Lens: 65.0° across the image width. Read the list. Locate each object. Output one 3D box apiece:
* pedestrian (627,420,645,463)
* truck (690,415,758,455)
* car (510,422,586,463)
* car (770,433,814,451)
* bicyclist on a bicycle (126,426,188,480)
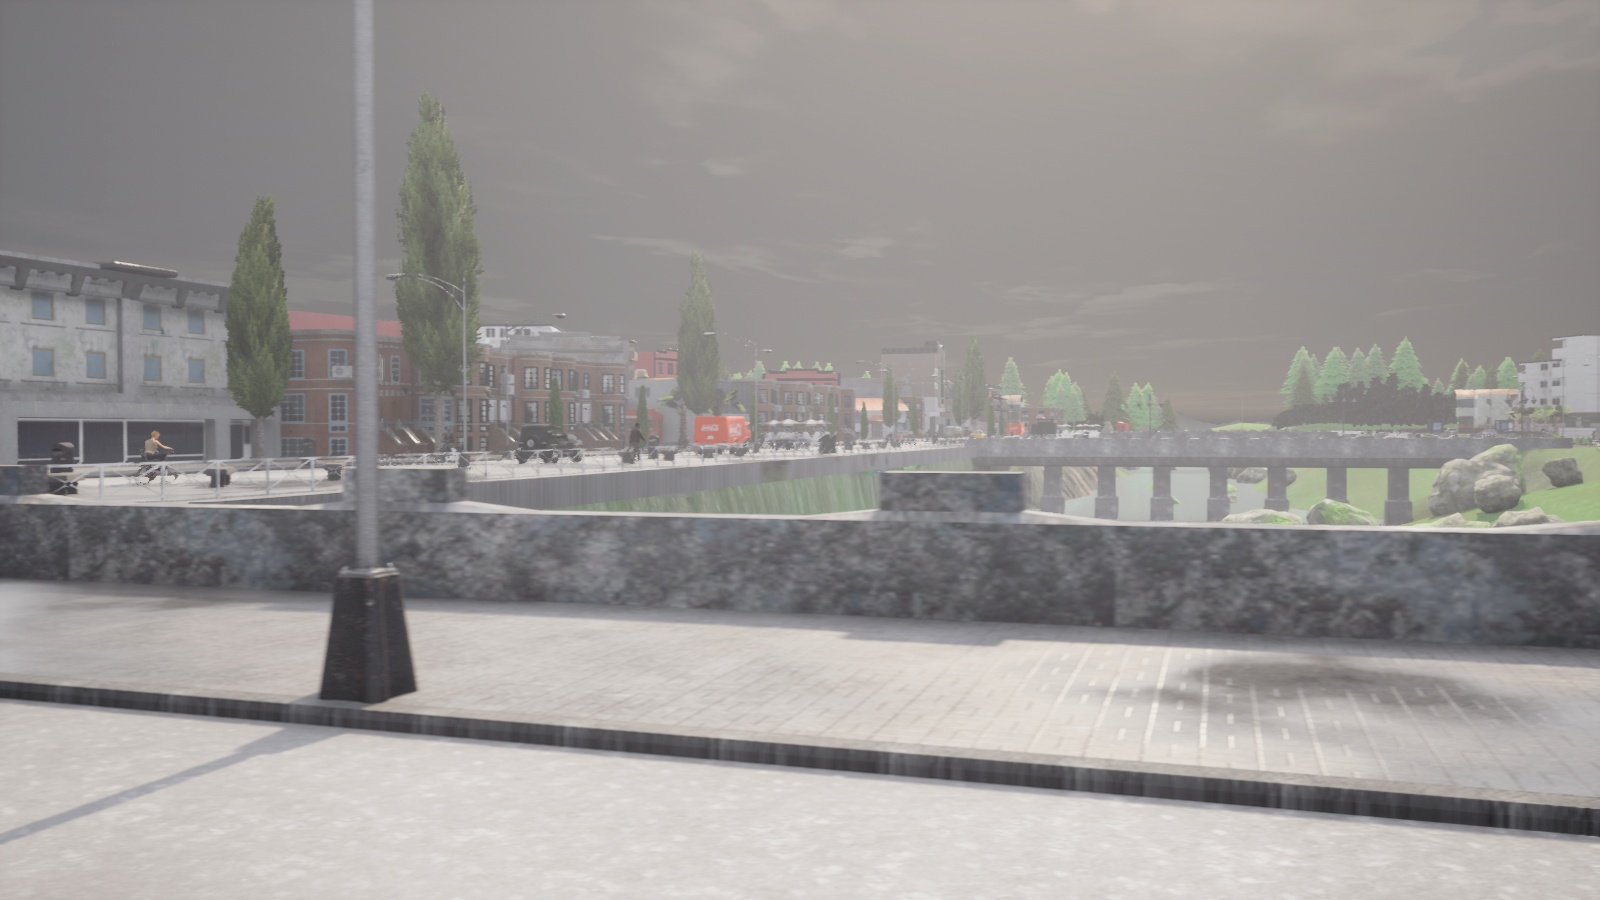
[{"bbox_3d":[-7.133,-0.365,54.629,0.431,1.840,0.703,1,1,41],"label":"pedestrian"},{"bbox_3d":[-4.874,-0.983,81.459,2.627,2.467,5.204,1,1,19],"label":"truck"},{"bbox_3d":[-12.038,-0.386,60.163,1.905,1.878,3.866,1,1,19],"label":"car"},{"bbox_3d":[-0.587,-0.584,94.228,1.895,1.301,4.718,1,1,19],"label":"car"},{"bbox_3d":[-19.466,0.080,38.055,0.866,1.612,1.509,1,1,19],"label":"bicyclist on a bicycle"}]
